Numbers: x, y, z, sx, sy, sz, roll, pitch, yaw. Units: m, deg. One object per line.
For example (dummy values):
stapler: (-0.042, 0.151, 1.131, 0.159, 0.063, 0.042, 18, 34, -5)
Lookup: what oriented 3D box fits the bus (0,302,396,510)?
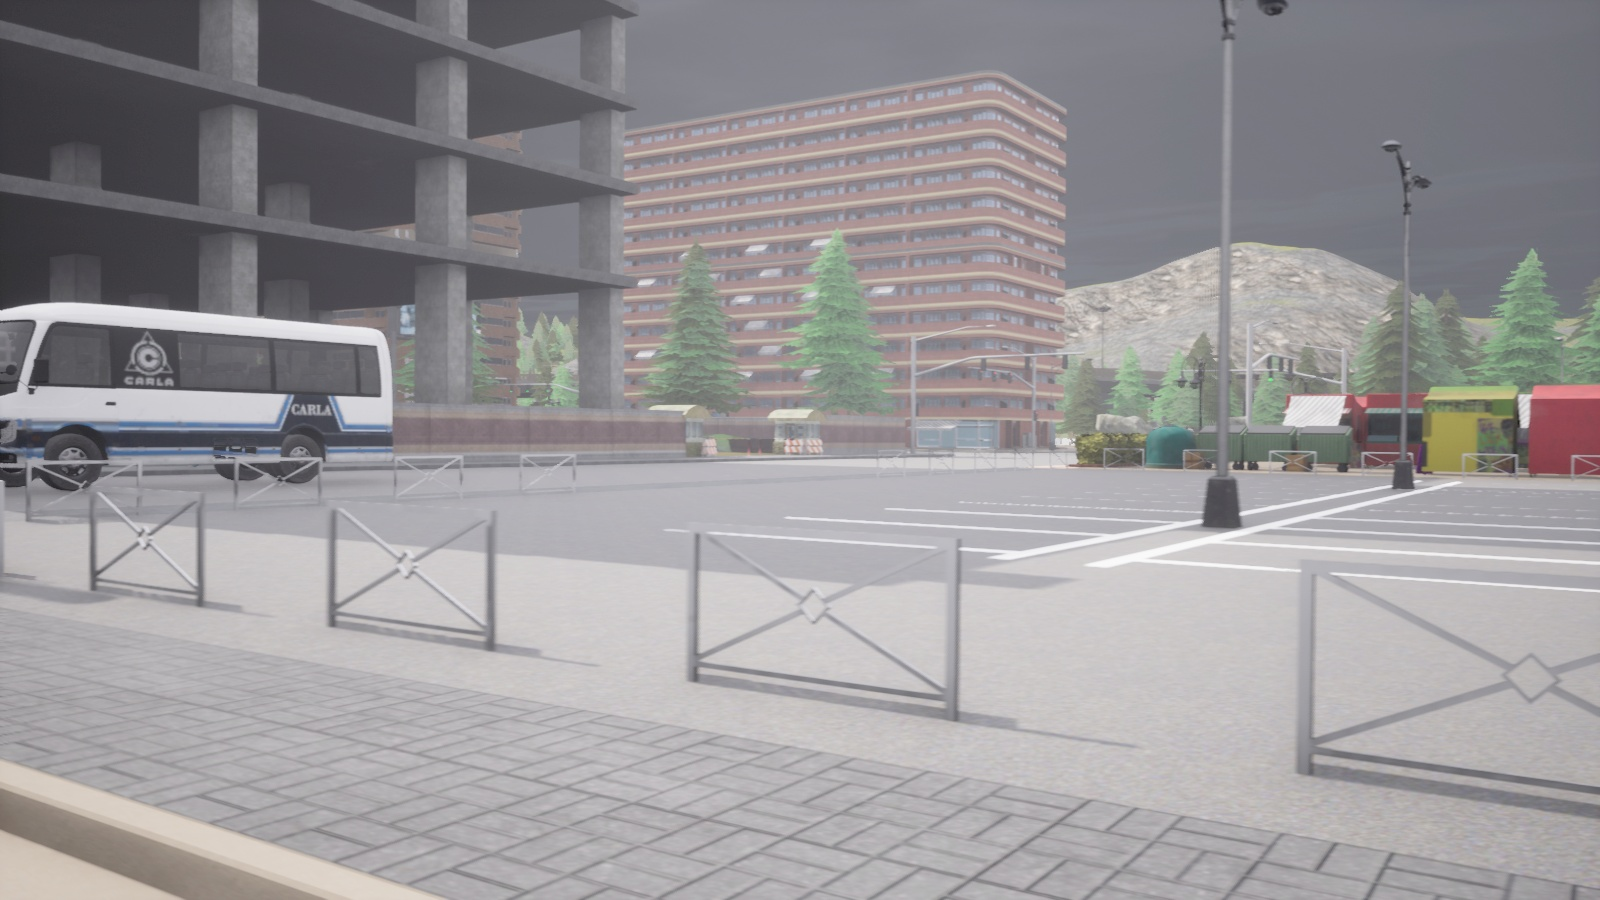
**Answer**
bus: (-15.392, -0.980, 30.673, 3.944, 4.253, 10.273, 0, 1, 33)
